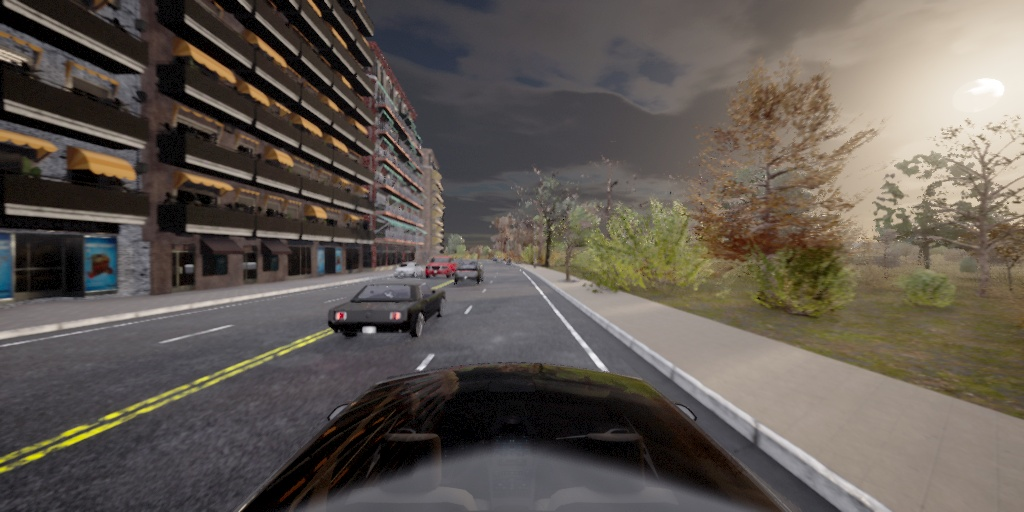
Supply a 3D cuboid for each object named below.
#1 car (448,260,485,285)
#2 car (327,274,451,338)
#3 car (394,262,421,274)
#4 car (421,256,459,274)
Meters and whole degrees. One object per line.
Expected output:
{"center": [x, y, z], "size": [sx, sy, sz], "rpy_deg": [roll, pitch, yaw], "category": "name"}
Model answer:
{"center": [-3.162, 1.286, 26.917], "size": [2.128, 1.511, 4.902], "rpy_deg": [0, 0, 0], "category": "car"}
{"center": [-3.159, 1.365, 10.182], "size": [1.895, 1.301, 4.718], "rpy_deg": [0, 0, 0], "category": "car"}
{"center": [-9.892, 1.336, 34.509], "size": [1.812, 1.442, 4.674], "rpy_deg": [0, 0, -1], "category": "car"}
{"center": [-6.636, 1.033, 33.829], "size": [2.150, 2.045, 5.566], "rpy_deg": [0, -1, 0], "category": "car"}
